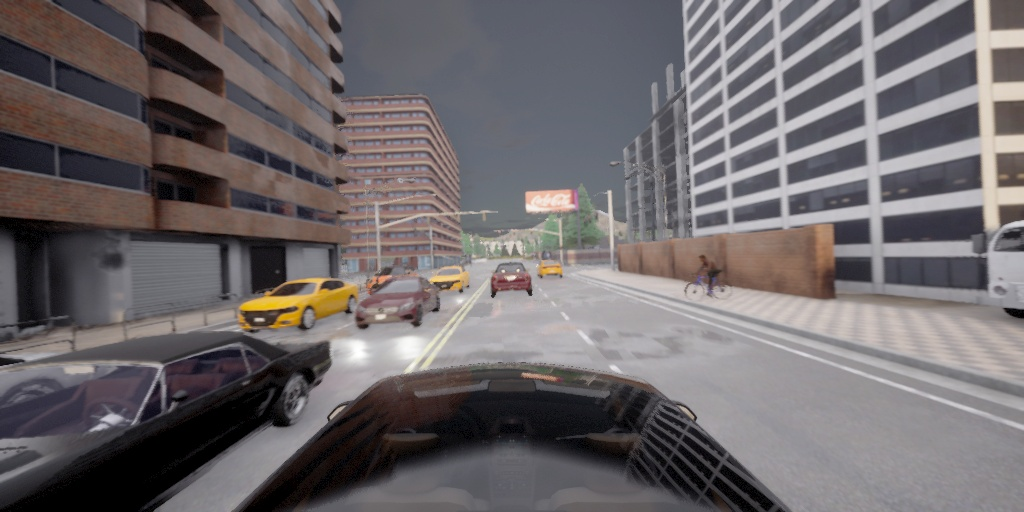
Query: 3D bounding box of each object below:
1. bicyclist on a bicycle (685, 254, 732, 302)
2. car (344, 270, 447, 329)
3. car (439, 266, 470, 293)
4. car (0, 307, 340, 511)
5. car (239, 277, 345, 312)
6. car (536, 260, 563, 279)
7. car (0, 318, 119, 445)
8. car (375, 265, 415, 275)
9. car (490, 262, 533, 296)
[{"bbox_3d":[6.745,0.755,12.360,1.656,1.620,0.582,-3,0,-1],"label":"bicyclist on a bicycle"},{"bbox_3d":[-3.664,1.433,12.274,1.812,1.442,4.674,-2,0,0],"label":"car"},{"bbox_3d":[-3.749,1.388,22.287,1.882,1.535,5.008,-2,0,0],"label":"car"},{"bbox_3d":[-3.598,1.506,3.137,1.895,1.301,4.718,-2,0,-1],"label":"car"},{"bbox_3d":[-7.181,1.537,12.633,1.882,1.535,5.008,-2,0,-1],"label":"car"},{"bbox_3d":[3.236,1.084,31.529,1.882,1.535,5.008,-2,0,-1],"label":"car"},{"bbox_3d":[-7.096,1.658,3.233,1.895,1.301,4.718,-2,0,-1],"label":"car"},{"bbox_3d":[-7.252,1.414,22.333,2.097,1.767,4.553,-2,0,0],"label":"car"},{"bbox_3d":[-0.060,1.103,19.606,2.097,1.767,4.553,-2,0,0],"label":"car"}]
